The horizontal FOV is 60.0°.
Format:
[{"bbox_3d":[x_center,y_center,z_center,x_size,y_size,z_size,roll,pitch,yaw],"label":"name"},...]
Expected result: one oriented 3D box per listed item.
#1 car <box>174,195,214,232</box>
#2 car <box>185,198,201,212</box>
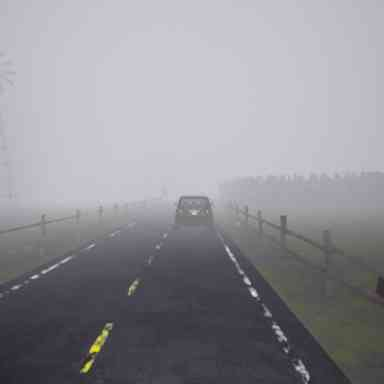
[{"bbox_3d":[0.107,1.187,19.788,2.150,2.045,5.566,0,0,0],"label":"car"},{"bbox_3d":[0.111,1.465,38.793,1.812,1.442,4.674,0,0,0],"label":"car"}]
